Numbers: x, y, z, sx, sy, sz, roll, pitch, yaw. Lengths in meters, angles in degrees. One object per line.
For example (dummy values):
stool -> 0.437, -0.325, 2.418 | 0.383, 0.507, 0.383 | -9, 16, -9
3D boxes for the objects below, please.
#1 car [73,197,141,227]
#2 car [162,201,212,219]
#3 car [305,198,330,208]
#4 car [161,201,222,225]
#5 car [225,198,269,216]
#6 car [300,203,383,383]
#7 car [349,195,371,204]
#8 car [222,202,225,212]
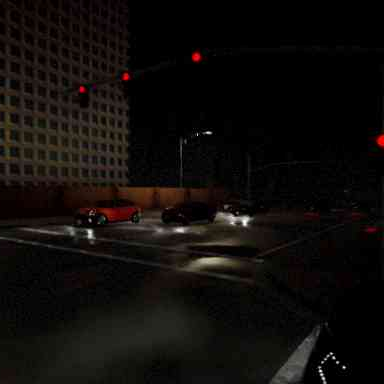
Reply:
car -> -5.533, 1.244, 21.983 | 2.097, 1.767, 4.553 | 1, 0, 35
car -> -0.336, 1.488, 29.298 | 1.895, 1.301, 4.718 | 1, 0, 35
car -> 14.182, 1.446, 37.317 | 1.837, 1.490, 4.892 | 1, 0, 35
car -> -0.148, 1.397, 23.522 | 1.882, 1.535, 5.008 | 1, 0, 35
car -> 5.546, 1.462, 31.520 | 2.033, 1.411, 5.357 | 1, 0, 36
car -> 3.433, 1.231, 1.544 | 5.566, 2.045, 2.150 | 1, 1, 35
car -> 19.542, 1.474, 38.821 | 1.837, 1.490, 4.892 | 1, 0, 36
car -> 4.963, 1.375, 36.709 | 2.128, 1.511, 4.902 | 1, 0, 36
